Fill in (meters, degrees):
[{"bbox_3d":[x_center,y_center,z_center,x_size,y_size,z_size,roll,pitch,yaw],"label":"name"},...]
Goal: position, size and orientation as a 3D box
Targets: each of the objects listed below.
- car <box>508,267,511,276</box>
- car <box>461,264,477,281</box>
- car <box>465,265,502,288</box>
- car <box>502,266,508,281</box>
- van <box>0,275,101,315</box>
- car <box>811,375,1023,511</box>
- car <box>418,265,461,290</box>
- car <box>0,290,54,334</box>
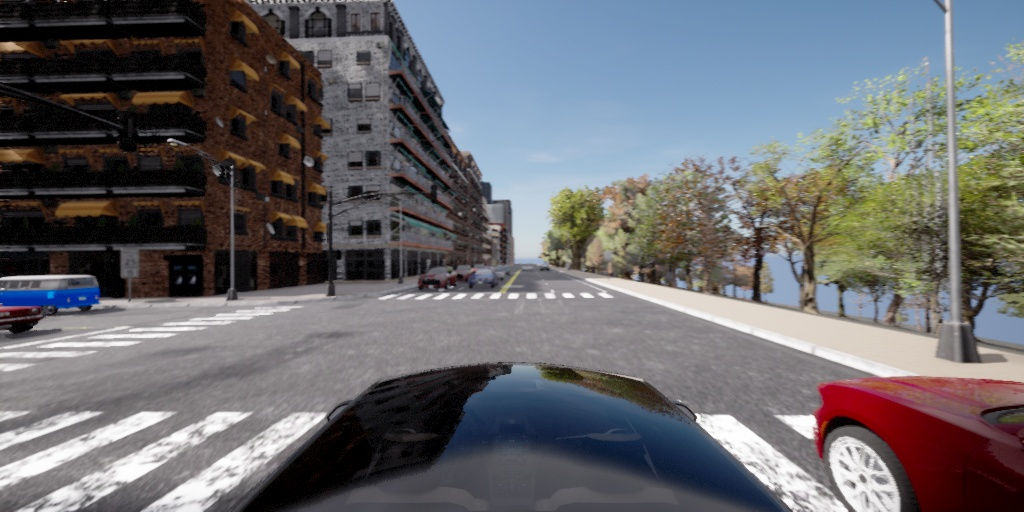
[{"bbox_3d":[-1.244,2.024,48.753,1.994,1.385,4.181,-1,-1,3],"label":"car"},{"bbox_3d":[-5.078,1.656,35.595,2.097,1.767,4.553,-1,-1,3],"label":"car"},{"bbox_3d":[-2.146,1.688,28.236,1.812,1.442,4.674,-1,-1,4],"label":"car"},{"bbox_3d":[-1.749,1.894,37.334,1.895,1.301,4.718,-1,-1,2],"label":"car"},{"bbox_3d":[-22.000,1.816,16.901,3.998,1.789,1.690,0,0,2],"label":"van"},{"bbox_3d":[3.396,1.179,0.975,1.882,1.535,5.008,-1,-1,2],"label":"car"},{"bbox_3d":[-5.455,1.529,26.785,2.097,1.767,4.553,-1,-1,3],"label":"car"},{"bbox_3d":[-17.637,1.904,10.986,4.718,1.301,1.895,-1,-1,2],"label":"car"}]
